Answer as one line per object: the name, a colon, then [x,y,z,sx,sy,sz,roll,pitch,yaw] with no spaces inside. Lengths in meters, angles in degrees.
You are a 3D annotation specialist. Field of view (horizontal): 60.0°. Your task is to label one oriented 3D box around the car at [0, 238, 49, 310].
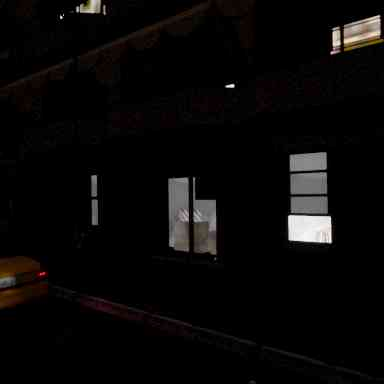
car: [-5.131,1.458,6.915,5.366,1.575,1.801,0,0,36]
